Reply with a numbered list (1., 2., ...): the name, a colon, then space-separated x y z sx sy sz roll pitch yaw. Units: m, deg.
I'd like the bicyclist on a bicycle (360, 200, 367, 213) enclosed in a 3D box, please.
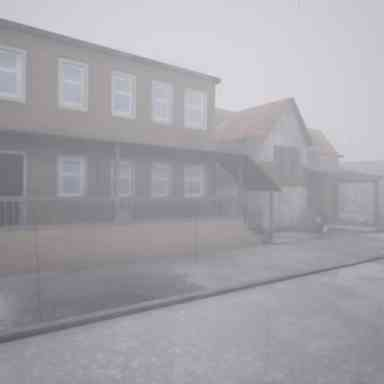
1. bicyclist on a bicycle: 21.502 1.798 41.668 1.656 1.620 0.582 0 0 -35
